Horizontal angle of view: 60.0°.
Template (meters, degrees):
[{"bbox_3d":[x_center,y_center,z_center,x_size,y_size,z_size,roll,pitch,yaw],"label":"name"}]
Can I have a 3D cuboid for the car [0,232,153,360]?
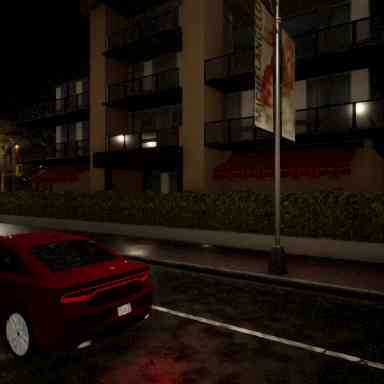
[{"bbox_3d":[-2.973,1.478,6.016,5.008,1.535,1.882,0,0,35],"label":"car"}]
